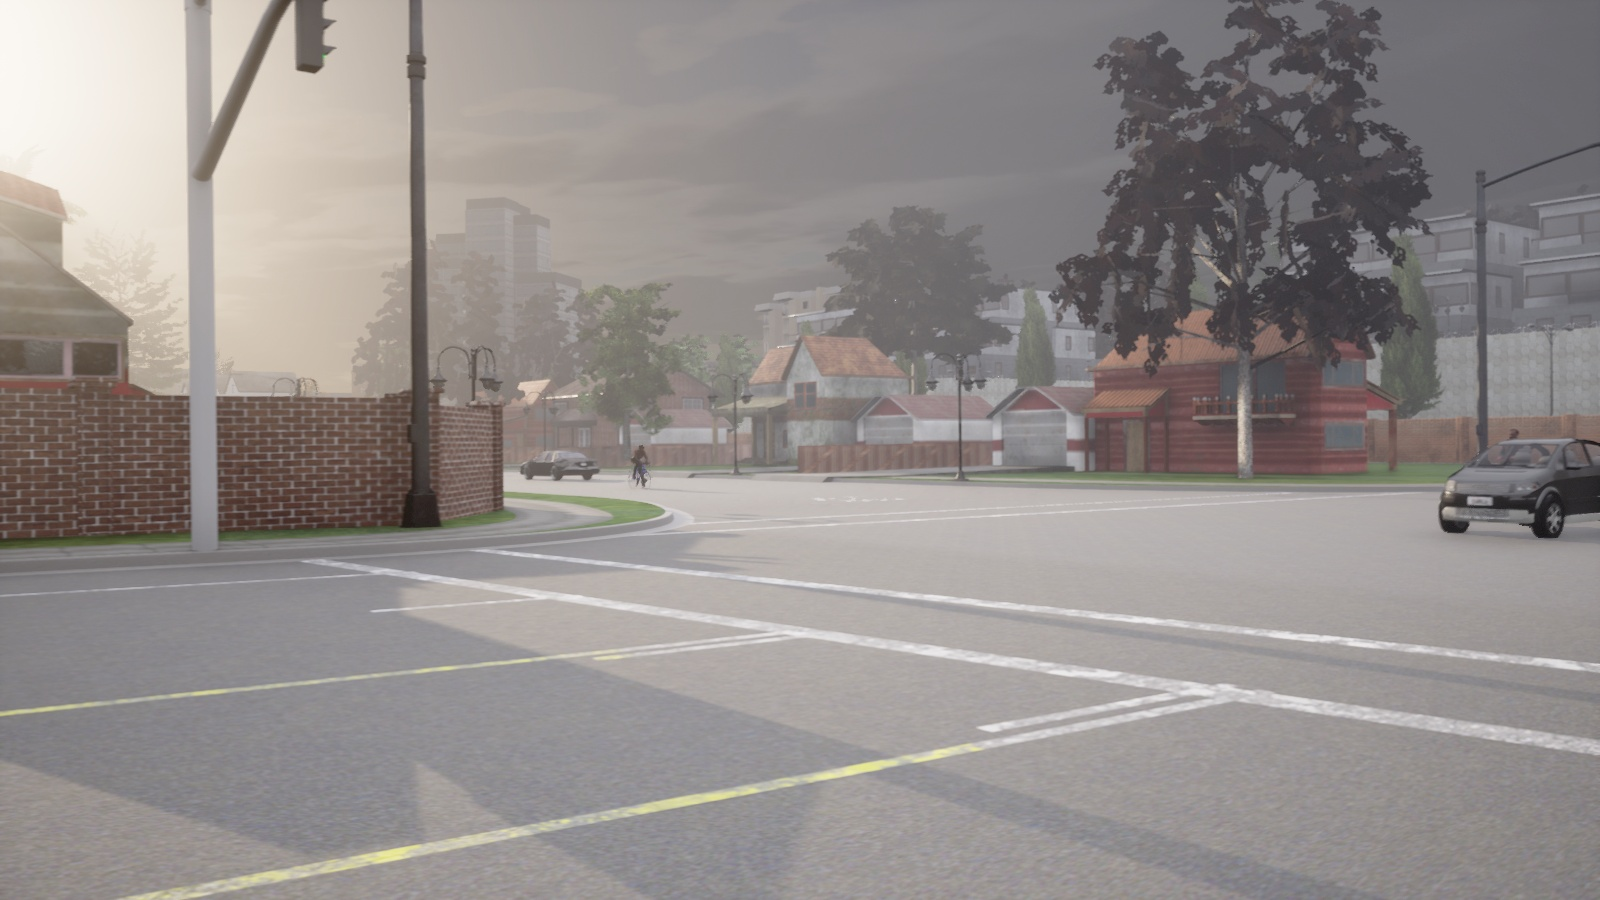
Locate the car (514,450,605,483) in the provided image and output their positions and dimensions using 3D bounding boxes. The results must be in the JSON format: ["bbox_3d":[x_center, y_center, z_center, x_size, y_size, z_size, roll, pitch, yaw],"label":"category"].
[{"bbox_3d":[-11.279,0.738,58.613,2.033,1.411,5.357,-1,0,-36],"label":"car"}]

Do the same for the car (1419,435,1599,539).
[{"bbox_3d":[12.008,0.534,20.542,3.705,1.549,1.789,-1,0,-35],"label":"car"}]

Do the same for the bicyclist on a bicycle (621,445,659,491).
[{"bbox_3d":[-5.775,0.640,45.235,0.582,1.620,1.656,-1,1,-36],"label":"bicyclist on a bicycle"}]
